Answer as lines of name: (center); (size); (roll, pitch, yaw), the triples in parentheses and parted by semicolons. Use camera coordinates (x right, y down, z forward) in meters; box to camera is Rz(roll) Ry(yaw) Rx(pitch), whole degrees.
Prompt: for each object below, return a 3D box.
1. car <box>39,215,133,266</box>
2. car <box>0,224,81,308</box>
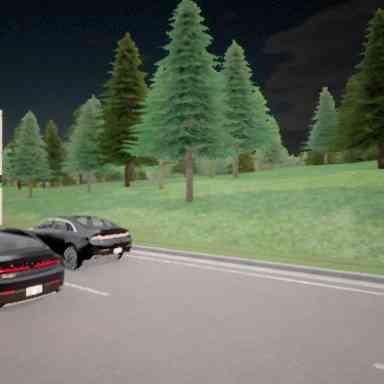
car: (-4.171, 1.536, 11.267); (4.902, 1.511, 2.128); (-1, 0, 35)
car: (-4.833, 1.543, 7.443); (4.892, 1.490, 1.837); (0, 0, 36)
